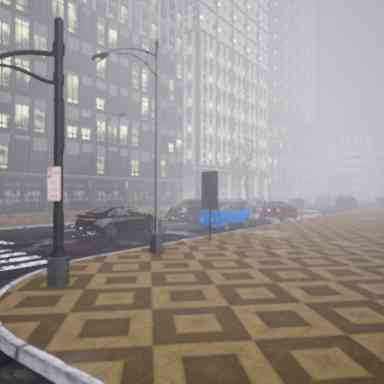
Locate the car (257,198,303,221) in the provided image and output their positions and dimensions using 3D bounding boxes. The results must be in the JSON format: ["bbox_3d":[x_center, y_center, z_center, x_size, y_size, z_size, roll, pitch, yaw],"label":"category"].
[{"bbox_3d":[7.146,1.455,27.228,1.967,1.590,4.097,0,0,38],"label":"car"}]

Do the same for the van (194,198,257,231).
[{"bbox_3d":[2.165,1.349,20.613,1.690,1.788,3.998,0,0,38],"label":"van"}]

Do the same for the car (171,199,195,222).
[{"bbox_3d":[-0.085,1.346,26.731,2.097,1.767,4.553,0,0,38],"label":"car"}]

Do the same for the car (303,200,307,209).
[{"bbox_3d":[13.719,1.493,44.452,1.882,1.535,5.008,0,0,38],"label":"car"}]

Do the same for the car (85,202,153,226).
[{"bbox_3d":[-5.215,1.505,24.347,1.752,1.417,4.829,0,0,38],"label":"car"}]

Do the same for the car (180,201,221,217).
[{"bbox_3d":[0.915,1.570,32.053,1.802,1.307,4.206,0,0,38],"label":"car"}]

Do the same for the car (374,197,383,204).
[{"bbox_3d":[37.798,1.649,66.822,1.947,1.339,4.313,0,0,38],"label":"car"}]

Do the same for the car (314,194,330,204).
[{"bbox_3d":[24.757,1.354,62.849,2.192,1.841,5.009,0,0,38],"label":"car"}]

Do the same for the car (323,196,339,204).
[{"bbox_3d":[28.162,1.598,67.248,2.008,1.369,4.403,0,0,38],"label":"car"}]

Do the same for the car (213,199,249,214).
[{"bbox_3d":[4.321,1.538,36.453,1.887,1.381,4.507,0,0,38],"label":"car"}]

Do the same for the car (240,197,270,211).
[{"bbox_3d":[7.727,1.440,40.852,1.967,1.590,4.097,0,0,38],"label":"car"}]

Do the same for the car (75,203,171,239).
[{"bbox_3d":[-3.683,1.486,17.460,2.128,1.511,4.902,0,0,39],"label":"car"}]

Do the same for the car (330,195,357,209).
[{"bbox_3d":[20.769,1.354,44.826,2.192,1.841,5.009,0,0,38],"label":"car"}]
